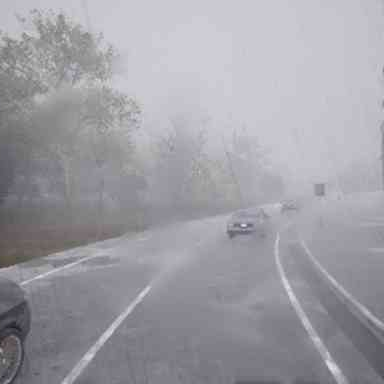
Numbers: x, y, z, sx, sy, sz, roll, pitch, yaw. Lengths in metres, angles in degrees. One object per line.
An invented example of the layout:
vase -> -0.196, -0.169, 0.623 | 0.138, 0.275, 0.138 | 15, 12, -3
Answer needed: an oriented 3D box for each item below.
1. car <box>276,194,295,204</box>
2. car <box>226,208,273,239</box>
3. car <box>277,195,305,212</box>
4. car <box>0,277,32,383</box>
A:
car -> 14.158, 1.053, 50.035 | 1.895, 1.301, 4.718 | -2, 1, 27
car -> 3.167, 1.580, 17.673 | 2.033, 1.411, 5.357 | -1, 0, 18
car -> 10.643, 1.298, 35.082 | 2.033, 1.411, 5.357 | -2, 1, 26
car -> -3.050, 1.524, 2.527 | 1.812, 1.442, 4.674 | 0, 0, 3
